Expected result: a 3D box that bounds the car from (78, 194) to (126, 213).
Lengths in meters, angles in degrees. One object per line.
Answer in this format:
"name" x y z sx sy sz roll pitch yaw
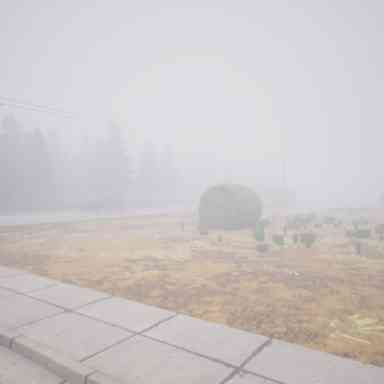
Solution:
"car" -9.946 1.224 37.271 2.150 2.045 5.566 0 0 36
